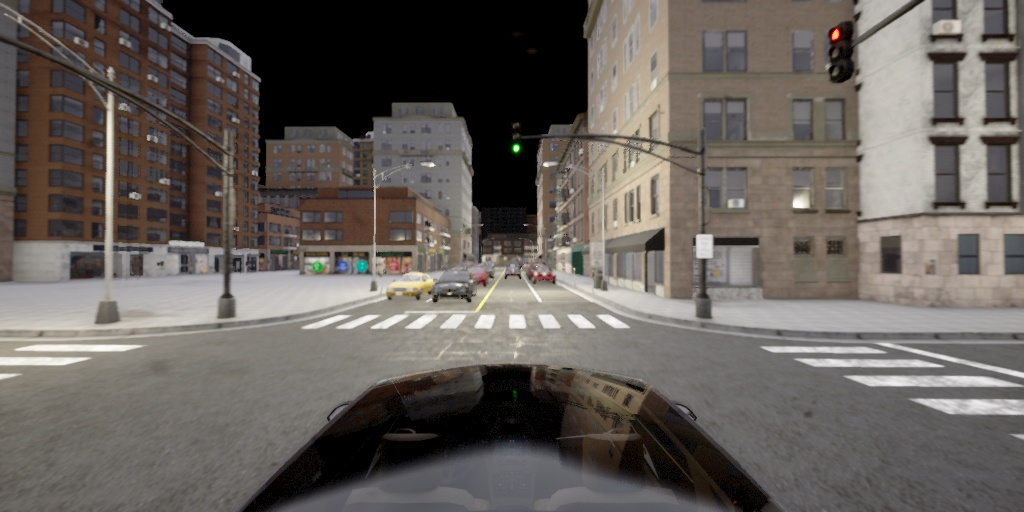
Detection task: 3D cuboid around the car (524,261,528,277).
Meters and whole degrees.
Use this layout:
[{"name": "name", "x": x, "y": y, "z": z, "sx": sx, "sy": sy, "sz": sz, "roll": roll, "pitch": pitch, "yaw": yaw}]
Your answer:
[{"name": "car", "x": 2.644, "y": 1.491, "z": 36.637, "sx": 2.192, "sy": 1.841, "sz": 5.009, "roll": 0, "pitch": 0, "yaw": 0}]

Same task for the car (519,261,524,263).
[{"name": "car", "x": 2.649, "y": 2.077, "z": 64.944, "sx": 2.007, "sy": 1.370, "sz": 4.403, "roll": 0, "pitch": 0, "yaw": 0}]

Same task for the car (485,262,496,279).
[{"name": "car", "x": -2.830, "y": 1.723, "z": 39.126, "sx": 1.837, "sy": 1.490, "sz": 4.892, "roll": 0, "pitch": -1, "yaw": 0}]

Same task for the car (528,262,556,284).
[{"name": "car", "x": 2.643, "y": 1.546, "z": 30.975, "sx": 1.967, "sy": 1.591, "sz": 4.097, "roll": 0, "pitch": 0, "yaw": 0}]

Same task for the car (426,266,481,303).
[{"name": "car", "x": -2.825, "y": 1.467, "z": 18.395, "sx": 1.837, "sy": 1.490, "sz": 4.892, "roll": 0, "pitch": -1, "yaw": -1}]

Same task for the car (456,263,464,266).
[{"name": "car", "x": -5.381, "y": 1.744, "z": 36.638, "sx": 2.007, "sy": 1.370, "sz": 4.403, "roll": 0, "pitch": 0, "yaw": 0}]

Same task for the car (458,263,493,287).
[{"name": "car", "x": -2.847, "y": 1.567, "z": 28.711, "sx": 1.882, "sy": 1.535, "sz": 5.008, "roll": 0, "pitch": -1, "yaw": 0}]

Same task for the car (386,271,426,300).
[{"name": "car", "x": -5.384, "y": 1.509, "z": 19.484, "sx": 1.751, "sy": 1.417, "sz": 4.829, "roll": 0, "pitch": 0, "yaw": 0}]

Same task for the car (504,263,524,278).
[{"name": "car", "x": 0.108, "y": 1.779, "z": 40.663, "sx": 2.033, "sy": 1.411, "sz": 5.357, "roll": 0, "pitch": -1, "yaw": 0}]
